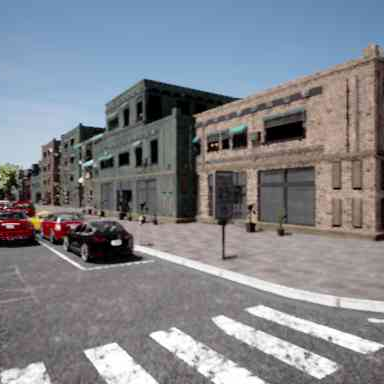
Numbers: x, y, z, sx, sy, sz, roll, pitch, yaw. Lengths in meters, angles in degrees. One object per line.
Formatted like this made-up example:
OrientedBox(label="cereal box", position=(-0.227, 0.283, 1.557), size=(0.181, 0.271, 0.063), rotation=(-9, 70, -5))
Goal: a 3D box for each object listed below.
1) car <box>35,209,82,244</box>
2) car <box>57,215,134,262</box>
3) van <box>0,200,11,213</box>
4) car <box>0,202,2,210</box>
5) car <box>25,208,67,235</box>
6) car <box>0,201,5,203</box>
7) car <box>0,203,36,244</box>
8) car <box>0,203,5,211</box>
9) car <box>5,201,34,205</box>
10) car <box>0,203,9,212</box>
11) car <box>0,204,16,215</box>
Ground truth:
OrientedBox(label="car", position=(-6.834, 1.757, 17.793), size=(1.967, 1.590, 4.097), rotation=(0, -1, -34))
OrientedBox(label="car", position=(-3.752, 1.805, 13.178), size=(1.947, 1.339, 4.313), rotation=(0, -1, -34))
OrientedBox(label="van", position=(-28.402, 2.202, 50.090), size=(1.690, 1.788, 3.998), rotation=(0, -1, -34))
OrientedBox(label="car", position=(-37.641, 2.675, 63.929), size=(1.802, 1.307, 4.206), rotation=(0, -1, -34))
OrientedBox(label="car", position=(-10.009, 1.923, 22.547), size=(1.752, 1.417, 4.829), rotation=(0, -1, -34))
OrientedBox(label="car", position=(-22.239, 2.146, 40.861), size=(1.967, 1.590, 4.097), rotation=(0, -1, -34))
OrientedBox(label="car", position=(-9.621, 1.677, 17.294), size=(2.097, 1.767, 4.553), rotation=(0, -1, -34))
OrientedBox(label="car", position=(-34.560, 2.597, 59.315), size=(1.802, 1.307, 4.206), rotation=(0, -1, -34))
OrientedBox(label="car", position=(-16.079, 1.865, 31.635), size=(2.192, 1.841, 5.009), rotation=(0, -1, -34))
OrientedBox(label="car", position=(-31.480, 2.483, 54.702), size=(1.887, 1.381, 4.507), rotation=(0, -1, -34))
OrientedBox(label="car", position=(-25.317, 2.365, 45.474), size=(1.802, 1.307, 4.206), rotation=(0, -1, -34))
